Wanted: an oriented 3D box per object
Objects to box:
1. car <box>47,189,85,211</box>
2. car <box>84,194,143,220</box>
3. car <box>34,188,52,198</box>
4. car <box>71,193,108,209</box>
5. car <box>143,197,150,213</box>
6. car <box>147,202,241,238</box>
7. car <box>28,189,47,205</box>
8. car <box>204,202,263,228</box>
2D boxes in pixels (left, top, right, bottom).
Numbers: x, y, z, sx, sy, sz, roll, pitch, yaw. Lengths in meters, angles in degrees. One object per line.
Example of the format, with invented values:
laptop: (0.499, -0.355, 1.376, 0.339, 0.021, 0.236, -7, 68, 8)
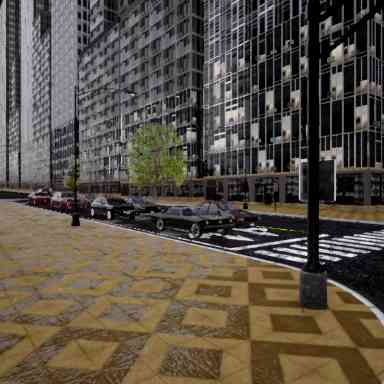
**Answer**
car: (-11.794, 0.776, 31.484, 2.097, 1.767, 4.553, 0, 1, -38)
car: (-5.678, 1.110, 23.683, 1.837, 1.490, 4.892, 0, 1, -38)
car: (-28.493, 0.111, 63.707, 2.097, 1.767, 4.553, 0, 1, -38)
car: (-11.140, 0.911, 35.924, 2.033, 1.411, 5.357, 0, 1, -38)
car: (-4.636, 1.104, 27.625, 2.033, 1.411, 5.357, 0, 1, -37)
car: (-0.088, 1.372, 16.572, 1.895, 1.301, 4.718, 0, 1, -38)
car: (-18.103, 0.712, 39.606, 1.882, 1.535, 5.008, 0, 1, -37)
car: (1.636, 1.289, 19.691, 2.033, 1.411, 5.357, 0, 1, -36)
